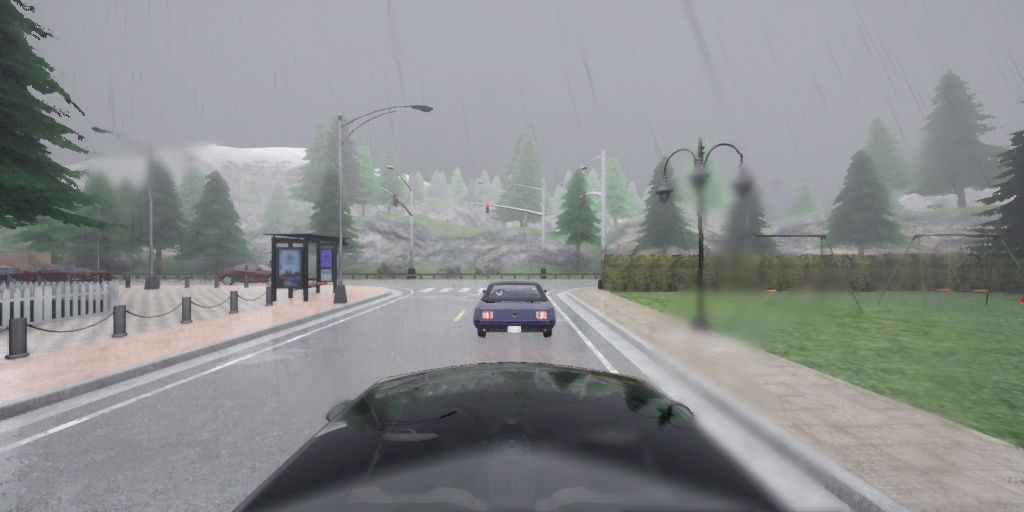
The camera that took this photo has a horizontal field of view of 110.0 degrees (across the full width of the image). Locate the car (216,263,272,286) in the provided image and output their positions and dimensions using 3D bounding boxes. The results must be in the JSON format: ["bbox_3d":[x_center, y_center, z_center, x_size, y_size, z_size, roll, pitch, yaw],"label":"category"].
[{"bbox_3d":[-17.761,1.243,25.111,5.008,1.535,1.882,0,0,0],"label":"car"}]

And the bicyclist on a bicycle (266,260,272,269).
[{"bbox_3d":[-21.621,1.219,32.239,0.582,1.620,1.656,0,0,0],"label":"bicyclist on a bicycle"}]

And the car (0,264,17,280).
[{"bbox_3d":[-42.369,1.329,28.919,4.181,1.385,1.994,0,0,0],"label":"car"}]

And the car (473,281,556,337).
[{"bbox_3d":[0.076,1.351,10.235,1.895,1.301,4.718,0,0,0],"label":"car"}]

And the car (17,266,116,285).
[{"bbox_3d":[-31.067,1.366,25.241,4.718,1.301,1.895,0,0,1],"label":"car"}]
